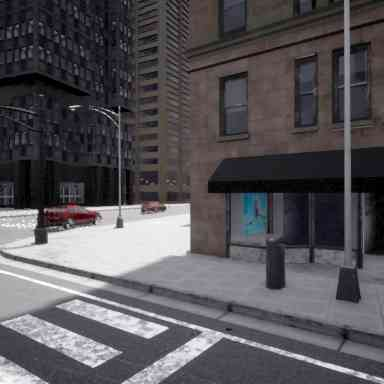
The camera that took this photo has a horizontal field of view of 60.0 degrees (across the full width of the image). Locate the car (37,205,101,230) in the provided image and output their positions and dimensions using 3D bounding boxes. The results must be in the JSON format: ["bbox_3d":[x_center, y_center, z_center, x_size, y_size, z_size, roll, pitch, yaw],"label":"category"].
[{"bbox_3d":[-8.089,1.615,22.423,1.882,1.535,5.008,0,-1,17],"label":"car"}]

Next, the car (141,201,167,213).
[{"bbox_3d":[-4.744,1.903,41.885,1.812,1.442,4.674,0,-1,21],"label":"car"}]
